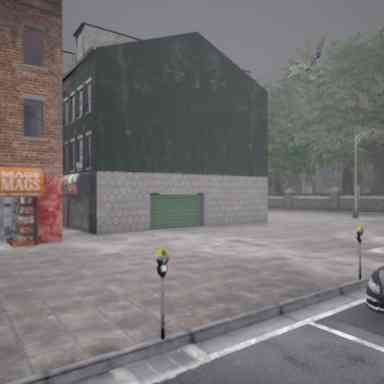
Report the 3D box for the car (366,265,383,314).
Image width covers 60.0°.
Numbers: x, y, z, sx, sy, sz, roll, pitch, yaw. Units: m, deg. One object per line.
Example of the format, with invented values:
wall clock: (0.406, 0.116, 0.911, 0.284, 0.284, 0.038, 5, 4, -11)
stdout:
car: (5.077, 1.544, 6.445, 4.403, 1.369, 2.008, 0, 0, -36)
